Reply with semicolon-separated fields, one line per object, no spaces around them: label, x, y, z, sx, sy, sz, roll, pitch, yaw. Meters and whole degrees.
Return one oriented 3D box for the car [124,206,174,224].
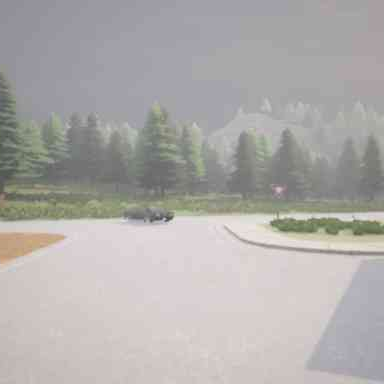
car;-3.581;1.793;26.713;1.895;1.301;4.718;0;-1;-41
